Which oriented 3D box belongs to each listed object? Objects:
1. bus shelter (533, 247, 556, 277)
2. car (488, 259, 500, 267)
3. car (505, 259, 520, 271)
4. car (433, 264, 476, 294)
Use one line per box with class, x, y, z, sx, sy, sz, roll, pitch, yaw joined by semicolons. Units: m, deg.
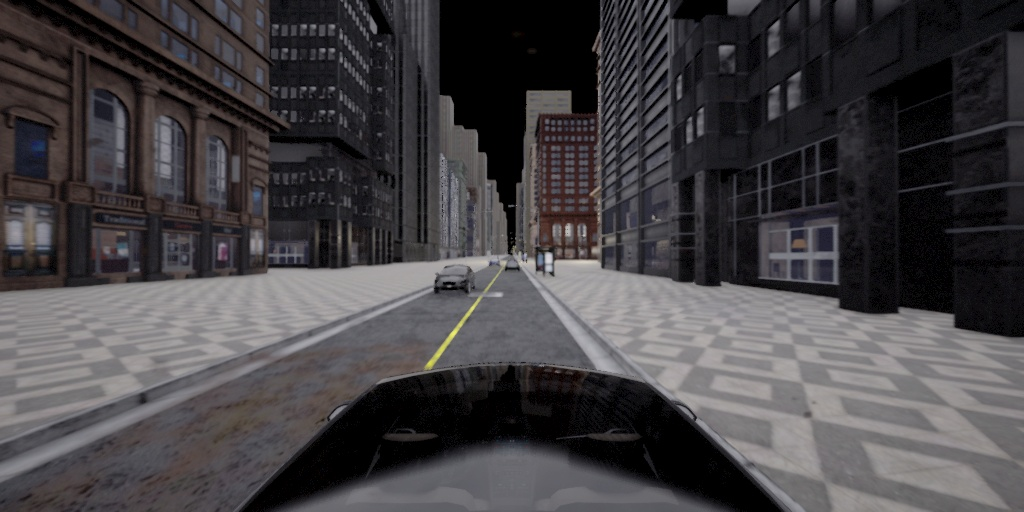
bus shelter;3.147;0.584;33.208;1.920;2.740;3.880;0;0;0
car;-3.001;1.173;61.731;1.812;1.442;4.674;0;0;1
car;0.067;1.243;48.119;1.994;1.385;4.181;0;0;0
car;-3.092;1.232;20.082;1.837;1.490;4.892;0;0;0
